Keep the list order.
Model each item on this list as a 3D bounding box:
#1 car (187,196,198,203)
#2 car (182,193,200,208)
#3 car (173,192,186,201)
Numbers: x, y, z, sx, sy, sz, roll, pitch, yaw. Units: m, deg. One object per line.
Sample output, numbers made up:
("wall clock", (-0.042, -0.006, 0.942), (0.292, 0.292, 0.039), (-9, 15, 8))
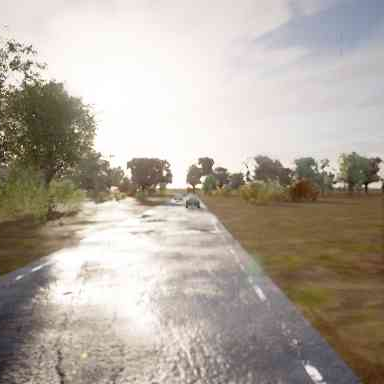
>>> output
("car", (0.103, 1.377, 63.720), (1.895, 1.301, 4.718), (0, 0, 0))
("car", (0.102, 1.339, 45.605), (2.128, 1.511, 4.902), (0, 0, 0))
("car", (-2.996, 1.264, 72.567), (2.128, 1.511, 4.902), (0, 0, 0))
